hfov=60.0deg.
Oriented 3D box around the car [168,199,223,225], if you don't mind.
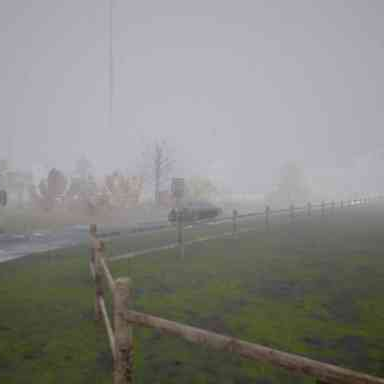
[{"bbox_3d":[0.359,1.308,24.021,2.097,1.767,4.553,0,0,36],"label":"car"}]
